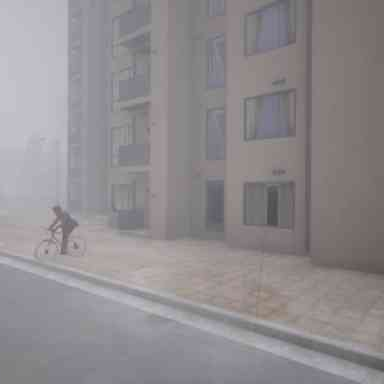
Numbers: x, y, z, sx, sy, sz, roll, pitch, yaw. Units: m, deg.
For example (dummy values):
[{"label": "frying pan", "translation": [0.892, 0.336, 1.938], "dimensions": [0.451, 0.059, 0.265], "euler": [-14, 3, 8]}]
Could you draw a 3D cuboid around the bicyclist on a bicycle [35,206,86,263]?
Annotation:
[{"label": "bicyclist on a bicycle", "translation": [-3.864, 1.237, 9.913], "dimensions": [0.582, 1.620, 1.656], "euler": [1, 1, 39]}]
